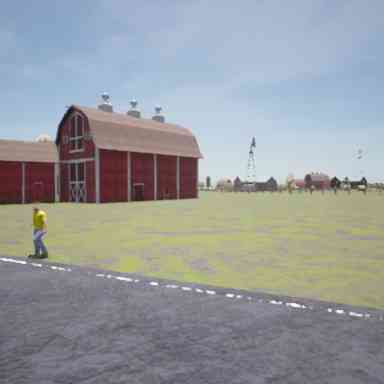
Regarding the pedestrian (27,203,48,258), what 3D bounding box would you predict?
[{"bbox_3d":[-5.040,1.239,10.929,0.375,1.860,0.375,1,2,30],"label":"pedestrian"}]
